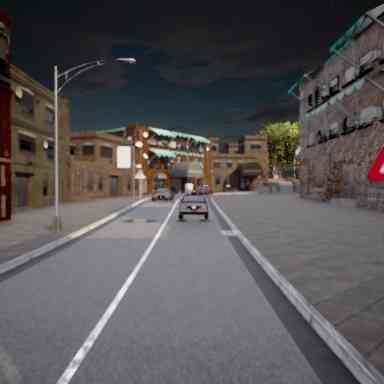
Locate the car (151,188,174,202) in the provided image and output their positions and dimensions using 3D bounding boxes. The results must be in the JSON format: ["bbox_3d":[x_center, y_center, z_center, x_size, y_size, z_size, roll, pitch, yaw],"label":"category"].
[{"bbox_3d":[-2.899,0.276,33.874,1.994,1.385,4.181,0,3,2],"label":"car"}]

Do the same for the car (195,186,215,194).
[{"bbox_3d":[1.521,-0.091,42.502,1.895,1.301,4.718,0,2,18],"label":"car"}]

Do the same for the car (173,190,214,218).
[{"bbox_3d":[0.102,0.856,21.404,2.033,1.411,5.357,0,2,0],"label":"car"}]
